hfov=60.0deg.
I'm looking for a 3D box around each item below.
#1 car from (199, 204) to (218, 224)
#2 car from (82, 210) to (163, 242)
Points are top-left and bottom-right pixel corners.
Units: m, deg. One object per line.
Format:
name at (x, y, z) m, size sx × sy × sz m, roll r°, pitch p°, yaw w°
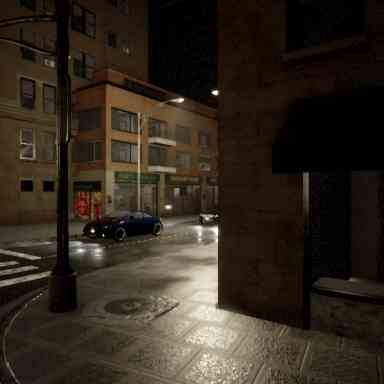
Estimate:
car at (2.368, 1.580, 24.704) m, size 1.812 × 1.442 × 4.674 m, roll 0°, pitch 0°, yaw 35°
car at (-3.345, 1.595, 16.696) m, size 1.994 × 1.385 × 4.181 m, roll 0°, pitch 0°, yaw 35°
